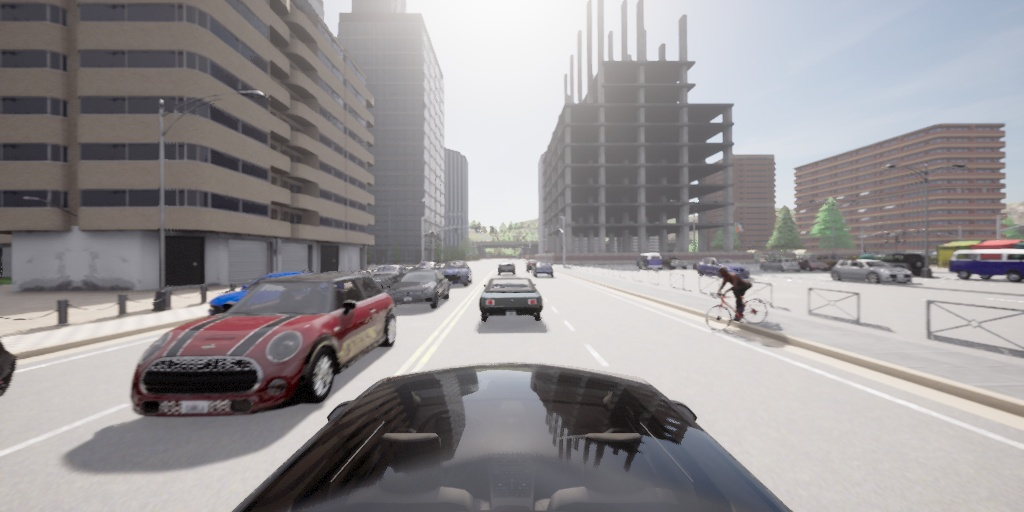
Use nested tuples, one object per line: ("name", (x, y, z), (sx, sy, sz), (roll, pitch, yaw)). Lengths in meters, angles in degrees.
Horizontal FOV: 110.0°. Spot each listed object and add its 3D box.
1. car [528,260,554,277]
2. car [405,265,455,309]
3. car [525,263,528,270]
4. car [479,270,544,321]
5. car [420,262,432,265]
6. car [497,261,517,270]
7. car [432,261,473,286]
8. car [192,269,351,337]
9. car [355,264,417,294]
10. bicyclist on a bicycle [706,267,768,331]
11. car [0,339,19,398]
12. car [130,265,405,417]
("car", (2.988, 1.280, 35.224), (2.033, 1.411, 5.357), (0, 0, 0))
("car", (-3.802, 1.303, 15.311), (1.812, 1.442, 4.674), (0, 0, -1))
("car", (2.763, 1.238, 45.654), (1.837, 1.490, 4.892), (0, 0, -1))
("car", (-0.059, 1.352, 12.477), (1.895, 1.301, 4.718), (0, 0, -1))
("car", (-7.569, 1.295, 31.978), (2.128, 1.511, 4.902), (0, 0, -1))
("car", (-0.555, 1.248, 38.607), (2.128, 1.511, 4.902), (0, 0, -1))
("car", (-3.979, 1.131, 25.276), (2.097, 1.767, 4.553), (0, 0, -1))
("car", (-7.250, 1.278, 11.651), (1.882, 1.535, 5.008), (0, 0, -1))
("car", (-7.423, 1.293, 21.732), (2.128, 1.511, 4.902), (0, 0, -1))
("bicyclist on a bicycle", (5.753, 1.076, 9.309), (1.656, 1.620, 0.582), (-10, 0, -1))
("car", (-7.083, 1.303, 2.352), (1.837, 1.490, 4.892), (0, 0, -1))
("car", (-3.654, 1.127, 6.327), (2.097, 1.767, 4.553), (0, 0, -1))
